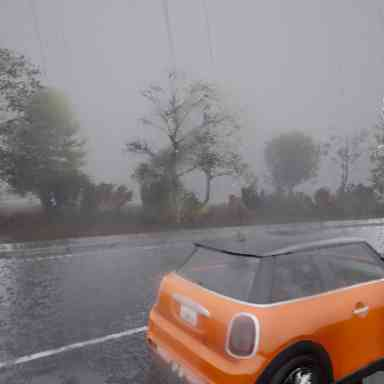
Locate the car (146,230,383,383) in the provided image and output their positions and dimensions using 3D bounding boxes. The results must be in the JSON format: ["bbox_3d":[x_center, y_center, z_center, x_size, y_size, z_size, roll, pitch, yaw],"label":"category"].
[{"bbox_3d":[1.744,1.338,4.729,4.553,1.767,2.097,0,0,-33],"label":"car"}]
